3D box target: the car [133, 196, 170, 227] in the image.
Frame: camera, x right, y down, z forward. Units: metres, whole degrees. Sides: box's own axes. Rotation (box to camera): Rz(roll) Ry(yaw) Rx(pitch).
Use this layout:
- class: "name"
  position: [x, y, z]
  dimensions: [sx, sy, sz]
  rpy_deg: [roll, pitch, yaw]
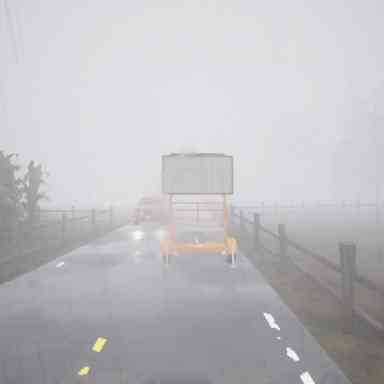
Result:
- class: "car"
  position: [-2.818, 1.312, 24.122]
  dimensions: [2.150, 2.045, 5.566]
  rpy_deg: [0, 0, 0]

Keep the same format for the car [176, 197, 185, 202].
- class: "car"
  position: [-2.642, 1.968, 78.127]
  dimensions: [2.128, 1.511, 4.902]
  rpy_deg: [0, 0, 0]

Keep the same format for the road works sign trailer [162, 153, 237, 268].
- class: "road works sign trailer"
  position: [0.189, 0.485, 11.375]
  dimensions: [2.380, 3.560, 2.880]
  rpy_deg: [0, 0, -2]
